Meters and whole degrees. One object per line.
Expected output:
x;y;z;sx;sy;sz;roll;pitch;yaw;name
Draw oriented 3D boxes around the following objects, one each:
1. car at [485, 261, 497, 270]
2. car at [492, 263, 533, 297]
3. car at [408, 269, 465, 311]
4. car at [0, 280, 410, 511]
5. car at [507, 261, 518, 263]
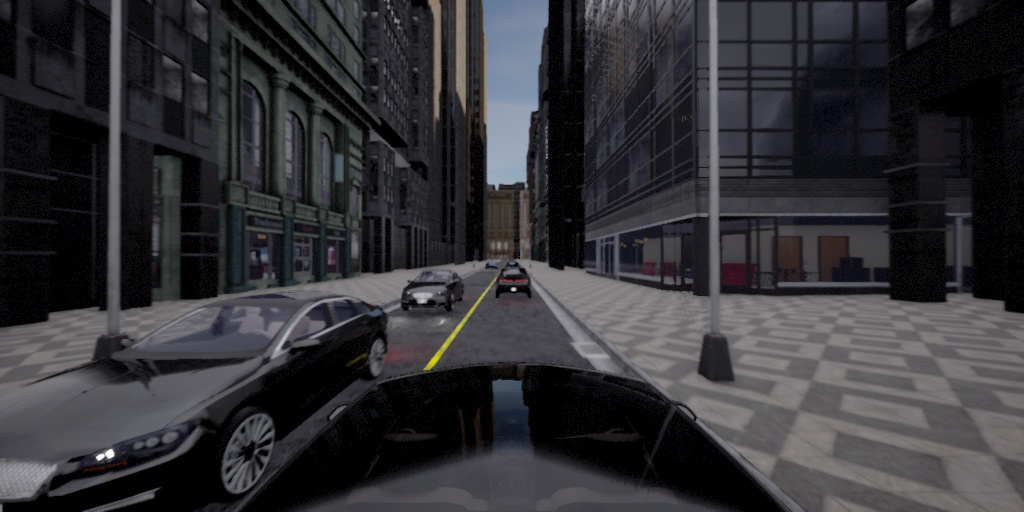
-3.126;1.410;55.543;2.033;1.411;5.357;0;0;1;car
0.079;1.334;19.608;1.837;1.490;4.892;0;0;0;car
-3.102;1.304;14.881;2.128;1.511;4.902;0;0;0;car
-3.098;1.258;4.504;2.128;1.511;4.902;0;0;0;car
0.047;1.370;42.688;1.837;1.490;4.892;0;0;0;car
